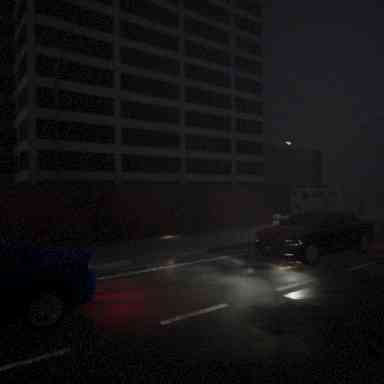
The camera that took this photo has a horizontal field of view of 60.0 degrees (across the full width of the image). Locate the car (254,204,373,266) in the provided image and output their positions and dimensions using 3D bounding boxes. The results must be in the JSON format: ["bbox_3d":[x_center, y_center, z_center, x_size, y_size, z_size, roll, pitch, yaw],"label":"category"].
[{"bbox_3d":[4.282,1.379,11.444,5.008,1.535,1.882,-1,0,-36],"label":"car"}]

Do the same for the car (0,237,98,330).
[{"bbox_3d":[-4.103,1.516,5.342,5.008,1.535,1.882,-1,0,-36],"label":"car"}]
